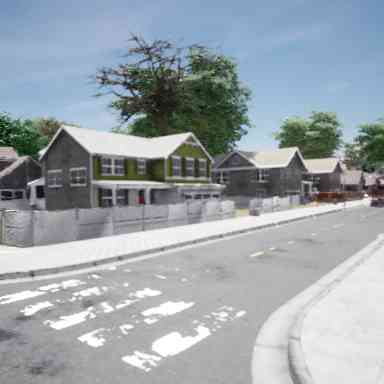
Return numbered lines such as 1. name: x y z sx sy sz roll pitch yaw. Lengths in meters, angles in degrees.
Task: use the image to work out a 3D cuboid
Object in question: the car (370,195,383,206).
1. car: 23.186 1.025 40.728 1.895 1.301 4.718 -1 0 38
